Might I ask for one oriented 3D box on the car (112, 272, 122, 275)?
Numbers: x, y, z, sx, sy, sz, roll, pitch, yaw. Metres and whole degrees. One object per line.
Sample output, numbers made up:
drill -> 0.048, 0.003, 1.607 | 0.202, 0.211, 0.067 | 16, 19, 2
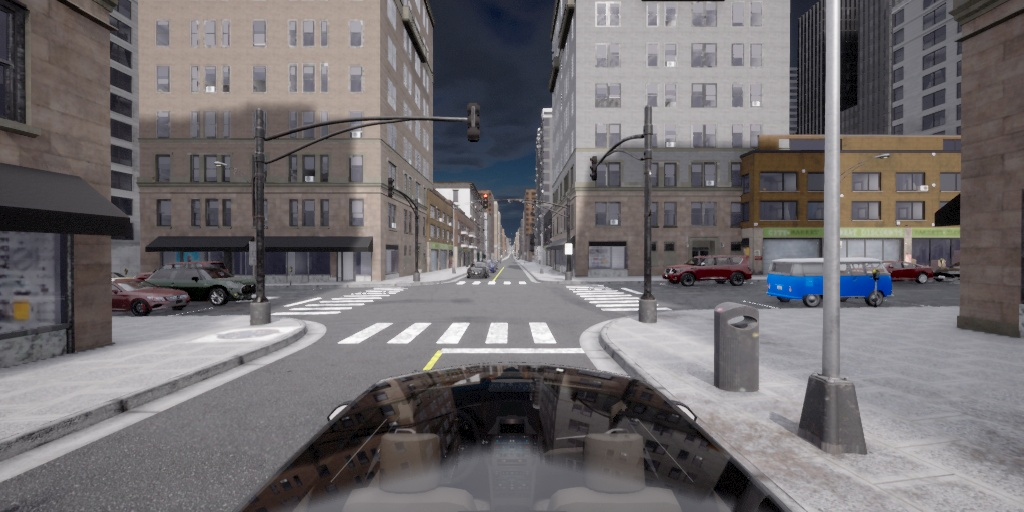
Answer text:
car -> -26.012, 1.552, 22.210 | 4.829, 1.417, 1.751 | 0, 0, 0

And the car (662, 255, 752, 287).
car -> 12.103, 0.872, 22.291 | 5.009, 1.841, 2.192 | 0, 0, 0

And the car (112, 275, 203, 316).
car -> -14.814, 1.528, 13.708 | 4.207, 1.307, 1.802 | 0, 0, 0

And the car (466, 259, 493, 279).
car -> -3.082, 1.260, 33.387 | 1.837, 1.490, 4.892 | 0, 0, 0

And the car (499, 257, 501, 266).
car -> -3.067, 1.281, 53.691 | 1.837, 1.490, 4.892 | 0, 0, 0

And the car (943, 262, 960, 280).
car -> 28.930, 0.916, 22.327 | 4.313, 1.339, 1.948 | 0, 0, 0

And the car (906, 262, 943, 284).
car -> 23.321, 0.964, 22.315 | 4.507, 1.381, 1.888 | 0, 0, 0

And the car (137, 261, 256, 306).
car -> -14.005, 1.270, 16.351 | 4.553, 1.767, 2.097 | -1, 0, 0

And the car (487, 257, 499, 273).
car -> -3.073, 1.116, 43.545 | 2.097, 1.767, 4.553 | 0, 0, 0

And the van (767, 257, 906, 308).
van -> 12.122, 0.957, 13.766 | 3.998, 1.789, 1.690 | 0, 0, 0
